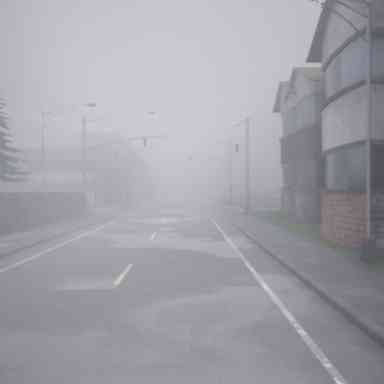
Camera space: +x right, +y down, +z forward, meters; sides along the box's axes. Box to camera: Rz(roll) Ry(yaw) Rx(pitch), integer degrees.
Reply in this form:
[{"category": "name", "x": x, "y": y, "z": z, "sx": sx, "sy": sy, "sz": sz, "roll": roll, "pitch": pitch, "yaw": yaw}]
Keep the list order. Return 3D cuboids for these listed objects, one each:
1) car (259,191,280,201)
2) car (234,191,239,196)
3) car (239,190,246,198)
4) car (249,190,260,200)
[{"category": "car", "x": 13.917, "y": 0.717, "z": 56.132, "sx": 3.806, "sy": 1.475, "sz": 1.970, "roll": 0, "pitch": 0, "yaw": -1}, {"category": "car", "x": 12.946, "y": 0.414, "z": 78.239, "sx": 4.605, "sy": 1.855, "sz": 1.932, "roll": 0, "pitch": 0, "yaw": -1}, {"category": "car", "x": 13.389, "y": 0.414, "z": 75.338, "sx": 3.866, "sy": 1.878, "sz": 1.905, "roll": 0, "pitch": 0, "yaw": -1}, {"category": "car", "x": 13.525, "y": 0.591, "z": 62.545, "sx": 5.027, "sy": 1.636, "sz": 2.152, "roll": 0, "pitch": 0, "yaw": -1}]
